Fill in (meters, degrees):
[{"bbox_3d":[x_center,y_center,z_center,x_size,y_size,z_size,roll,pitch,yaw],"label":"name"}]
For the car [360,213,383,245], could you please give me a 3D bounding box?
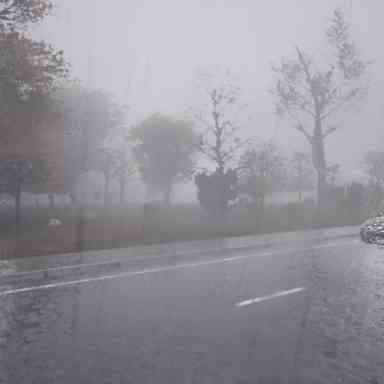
[{"bbox_3d":[9.244,1.338,14.154,4.553,1.767,2.097,0,0,-32],"label":"car"}]
